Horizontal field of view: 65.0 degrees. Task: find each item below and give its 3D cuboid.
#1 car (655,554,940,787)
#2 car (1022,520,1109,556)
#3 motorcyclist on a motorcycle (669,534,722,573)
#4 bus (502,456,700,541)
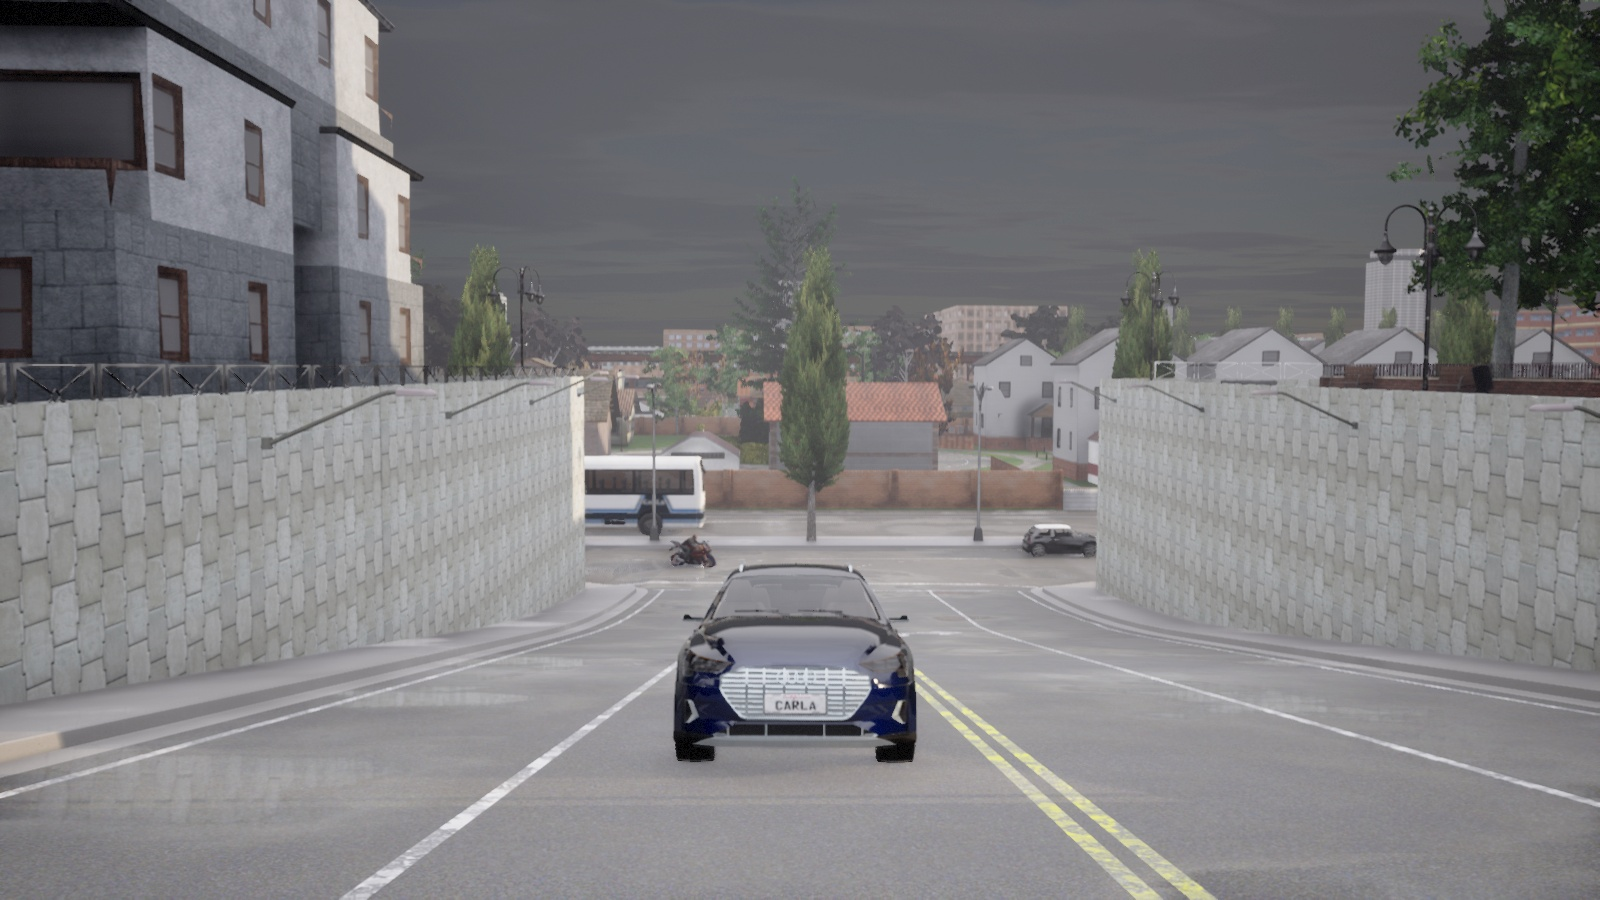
[{"bbox_3d":[-0.026,1.834,11.463,2.033,1.649,4.856,0,-6,0],"label":"car"},{"bbox_3d":[13.027,4.333,61.808,3.806,1.475,1.970,0,4,-1],"label":"car"},{"bbox_3d":[-4.725,4.659,56.762,2.191,1.530,0.866,1,4,19],"label":"motorcyclist on a motorcycle"},{"bbox_3d":[-10.796,2.604,69.161,10.273,4.253,3.944,0,4,-1],"label":"bus"}]
